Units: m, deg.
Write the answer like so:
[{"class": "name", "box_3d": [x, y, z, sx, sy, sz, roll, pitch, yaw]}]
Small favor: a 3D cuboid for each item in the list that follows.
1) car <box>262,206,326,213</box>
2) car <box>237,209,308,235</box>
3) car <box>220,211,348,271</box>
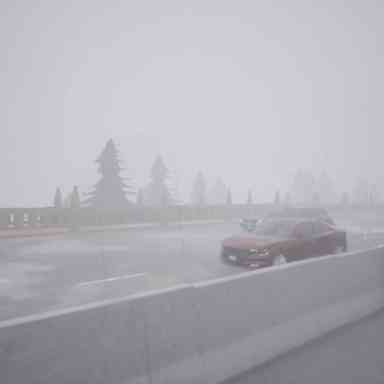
[{"class": "car", "box_3d": [5.295, 1.531, 16.917, 4.553, 1.767, 2.097, 1, -1, -38]}, {"class": "car", "box_3d": [5.209, 1.821, 21.267, 4.718, 1.301, 1.895, 1, -1, -38]}, {"class": "car", "box_3d": [3.115, 1.591, 10.823, 5.008, 1.535, 1.882, 1, -1, -38]}]
